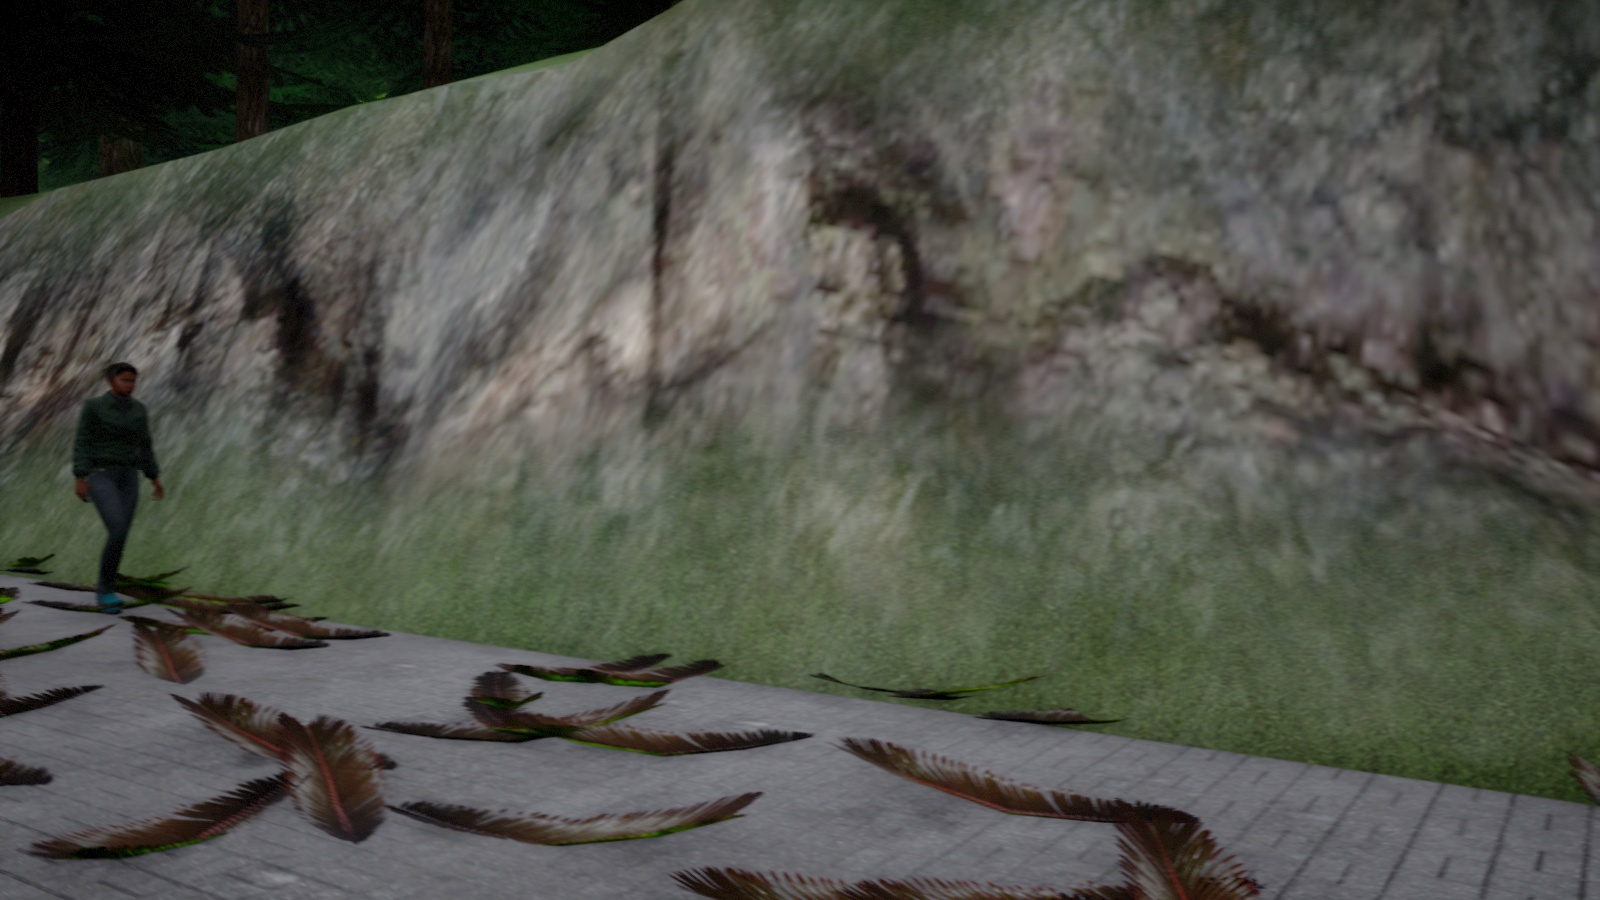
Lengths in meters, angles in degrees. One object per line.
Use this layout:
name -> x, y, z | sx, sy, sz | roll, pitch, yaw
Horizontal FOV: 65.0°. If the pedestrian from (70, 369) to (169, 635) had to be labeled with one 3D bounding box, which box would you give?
pedestrian -> -4.894, 0.358, 9.033 | 0.614, 1.847, 0.353 | 0, 1, 33
